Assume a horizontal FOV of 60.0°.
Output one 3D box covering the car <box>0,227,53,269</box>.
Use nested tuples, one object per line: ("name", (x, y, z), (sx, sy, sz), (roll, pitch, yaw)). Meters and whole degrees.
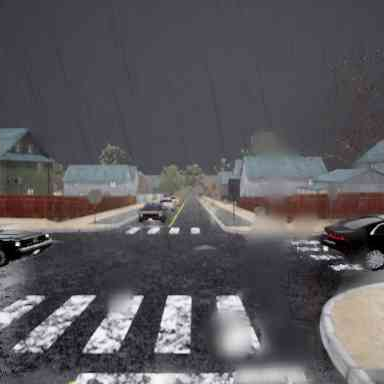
("car", (-7.124, 1.642, 10.900), (4.718, 1.301, 1.895), (-1, 2, 9))

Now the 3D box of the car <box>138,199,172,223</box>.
("car", (-2.871, 1.489, 25.324), (2.033, 1.411, 5.357), (0, 0, -1))

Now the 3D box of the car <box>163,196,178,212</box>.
("car", (-2.911, 1.451, 37.661), (1.812, 1.442, 4.674), (0, 0, 0))

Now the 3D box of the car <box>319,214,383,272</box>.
("car", (6.523, 1.490, 10.414), (4.892, 1.490, 1.837), (0, 4, -4))

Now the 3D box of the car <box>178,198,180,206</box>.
("car", (-2.912, 1.397, 51.829), (1.882, 1.535, 5.008), (0, 0, 0))
